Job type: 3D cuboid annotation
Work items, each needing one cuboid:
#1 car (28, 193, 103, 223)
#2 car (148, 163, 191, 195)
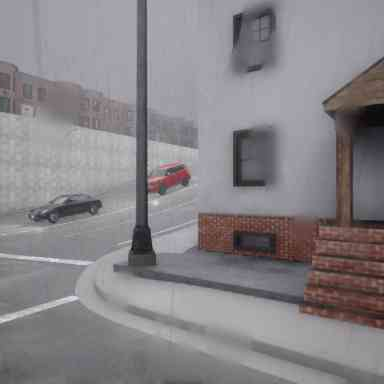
[{"bbox_3d":[-7.782,0.873,20.830,1.812,1.442,4.674,0,7,35],"label":"car"},{"bbox_3d":[-2.305,-1.187,28.661,2.150,2.045,5.566,0,13,34],"label":"car"}]
